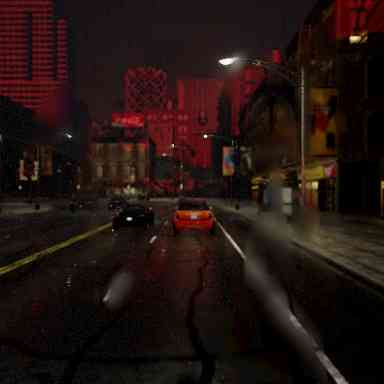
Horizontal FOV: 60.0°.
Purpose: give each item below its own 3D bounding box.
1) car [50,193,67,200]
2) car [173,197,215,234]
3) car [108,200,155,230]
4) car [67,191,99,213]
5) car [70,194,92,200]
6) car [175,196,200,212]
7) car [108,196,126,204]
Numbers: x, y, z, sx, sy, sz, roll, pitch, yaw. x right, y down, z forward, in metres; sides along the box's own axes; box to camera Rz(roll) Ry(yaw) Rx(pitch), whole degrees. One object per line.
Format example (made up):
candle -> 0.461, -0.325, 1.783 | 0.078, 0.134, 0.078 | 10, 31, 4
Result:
car -> -29.266, 0.990, 73.832 | 4.674, 1.452, 2.002 | 0, 0, 20
car -> 0.098, 1.219, 18.349 | 2.097, 1.767, 4.553 | 0, 0, 0
car -> -3.403, 1.419, 20.059 | 1.994, 1.385, 4.181 | 0, 0, 0
car -> -11.007, 0.974, 34.456 | 2.150, 2.045, 5.566 | 0, 0, -9
car -> -23.962, 1.081, 71.662 | 4.718, 1.301, 1.895 | 0, 0, 30
car -> -0.563, 1.234, 35.688 | 2.128, 1.511, 4.902 | 0, 0, -7
car -> -7.731, 1.252, 35.188 | 1.837, 1.490, 4.892 | 1, 0, -10
